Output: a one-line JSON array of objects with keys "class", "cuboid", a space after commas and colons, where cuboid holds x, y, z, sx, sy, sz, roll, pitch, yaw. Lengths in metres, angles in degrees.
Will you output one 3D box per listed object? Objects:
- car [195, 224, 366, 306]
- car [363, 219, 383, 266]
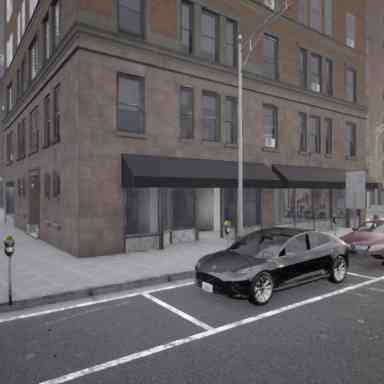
[{"class": "car", "cuboid": [2.077, 1.567, 8.049, 4.313, 1.339, 1.947, 0, 0, -36]}, {"class": "car", "cuboid": [6.540, 1.584, 11.267, 4.206, 1.307, 1.802, 0, 0, -36]}]
